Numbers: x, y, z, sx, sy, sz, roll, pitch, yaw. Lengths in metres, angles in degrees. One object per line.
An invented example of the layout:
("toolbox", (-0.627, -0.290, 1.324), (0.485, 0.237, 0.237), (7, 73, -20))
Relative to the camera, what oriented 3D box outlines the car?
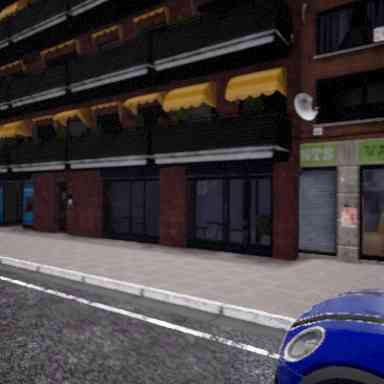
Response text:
("car", (3.005, 1.389, 2.614), (4.553, 1.767, 2.097), (0, 0, 34))
